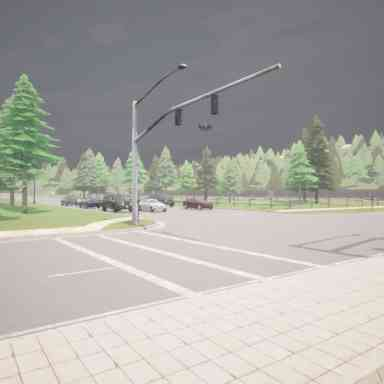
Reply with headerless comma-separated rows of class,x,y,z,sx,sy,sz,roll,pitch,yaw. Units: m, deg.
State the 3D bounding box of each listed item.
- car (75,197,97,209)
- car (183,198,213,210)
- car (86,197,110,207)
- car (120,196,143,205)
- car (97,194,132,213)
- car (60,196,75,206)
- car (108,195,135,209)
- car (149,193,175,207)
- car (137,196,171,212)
car,-14.148,1.601,45.801,1.895,1.301,4.718,0,0,-35
car,0.734,1.478,42.888,1.882,1.535,5.008,0,0,-35
car,-15.163,1.547,53.341,2.033,1.411,5.357,0,0,-35
car,-10.965,1.547,59.583,2.033,1.411,5.357,0,0,-35
car,-8.522,1.221,37.813,2.150,2.045,5.566,0,0,-36
car,-20.070,1.505,54.254,1.837,1.490,4.892,0,0,-35
car,-9.707,1.352,45.570,2.097,1.767,4.553,0,0,-35
car,-4.842,1.221,50.820,2.150,2.045,5.566,0,0,-35
car,-4.653,1.526,38.412,1.812,1.442,4.674,0,0,-35
